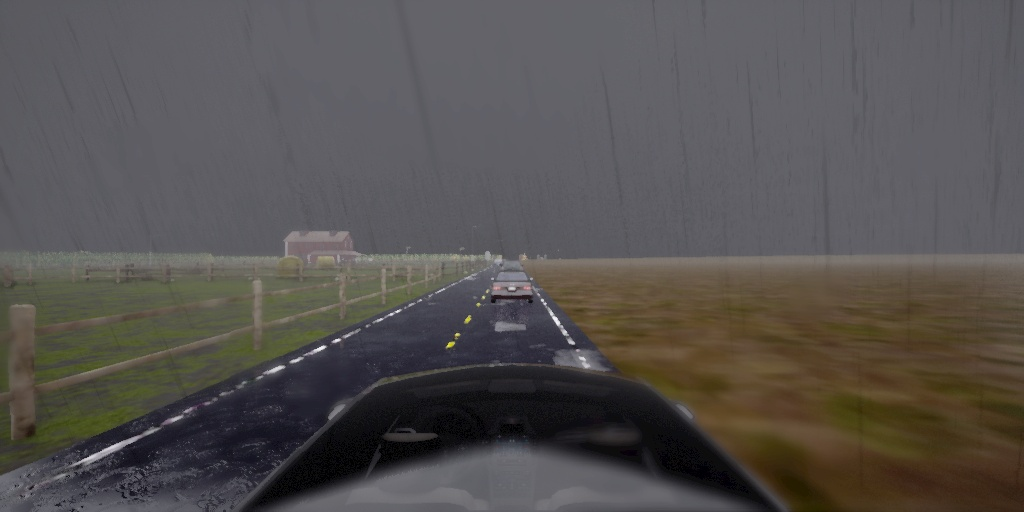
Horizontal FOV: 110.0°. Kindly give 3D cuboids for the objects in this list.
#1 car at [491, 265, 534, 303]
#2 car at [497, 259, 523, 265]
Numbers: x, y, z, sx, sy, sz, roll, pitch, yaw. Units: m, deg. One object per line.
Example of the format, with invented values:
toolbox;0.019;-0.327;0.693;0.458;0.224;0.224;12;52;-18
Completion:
car;0.000;1.321;16.500;2.033;1.411;5.357;0;0;0
car;0.000;1.139;31.472;2.097;1.767;4.553;0;0;0
